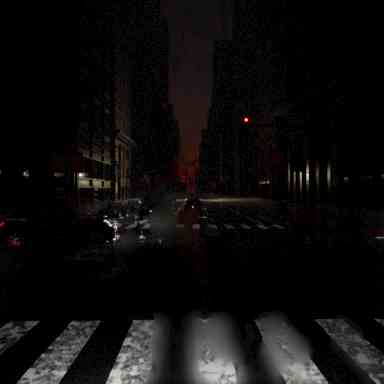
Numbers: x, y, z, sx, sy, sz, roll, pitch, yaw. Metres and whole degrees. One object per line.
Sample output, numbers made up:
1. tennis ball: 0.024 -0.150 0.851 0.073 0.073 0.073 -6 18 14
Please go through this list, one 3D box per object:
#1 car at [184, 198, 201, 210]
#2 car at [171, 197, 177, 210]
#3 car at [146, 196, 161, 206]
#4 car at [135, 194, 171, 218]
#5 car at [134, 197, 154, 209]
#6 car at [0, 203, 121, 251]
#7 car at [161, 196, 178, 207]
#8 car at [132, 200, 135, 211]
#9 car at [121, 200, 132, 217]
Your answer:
1. car: 0.095 1.477 42.386 1.837 1.490 4.892 0 1 0
2. car: -3.346 1.465 39.999 2.128 1.511 4.902 0 0 0
3. car: -6.559 1.497 57.039 2.033 1.411 5.357 0 0 0
4. car: -3.349 1.204 29.905 2.150 2.045 5.566 0 0 0
5. car: -6.591 1.458 46.384 2.128 1.511 4.902 0 0 0
6. car: -5.654 1.344 14.151 4.553 1.767 2.097 0 0 -25
7. car: -3.332 1.452 50.421 2.128 1.511 4.902 0 0 0
8. car: -6.598 1.577 36.975 1.895 1.301 4.718 0 0 0
9. car: -6.617 1.585 27.860 1.895 1.301 4.718 0 0 1
